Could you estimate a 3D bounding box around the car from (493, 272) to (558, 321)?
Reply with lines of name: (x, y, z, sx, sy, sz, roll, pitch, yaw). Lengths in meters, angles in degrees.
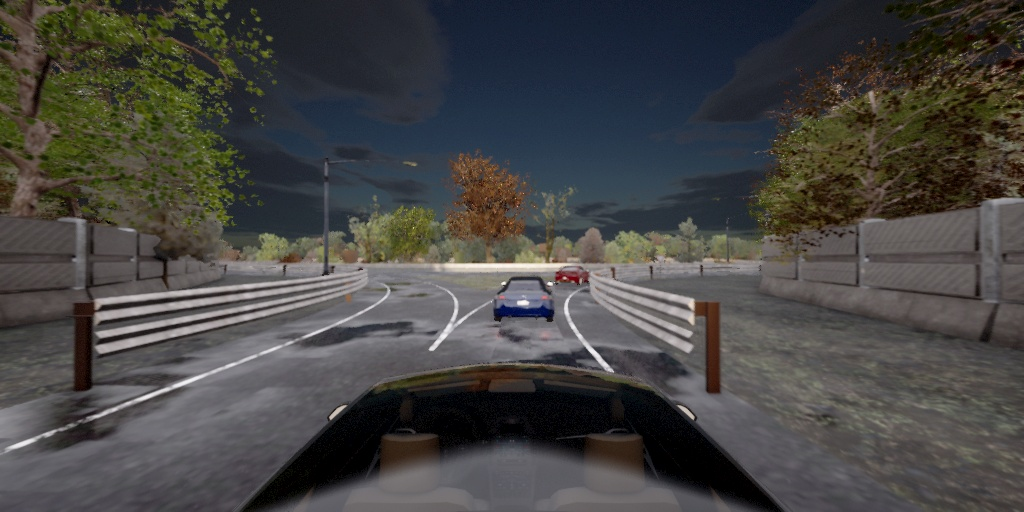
car: (0.527, 1.426, 12.967, 1.994, 1.385, 4.181, 0, -1, 5)

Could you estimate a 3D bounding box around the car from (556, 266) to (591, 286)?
car: (4.942, 1.494, 28.532, 1.882, 1.535, 5.008, 0, -1, 25)
